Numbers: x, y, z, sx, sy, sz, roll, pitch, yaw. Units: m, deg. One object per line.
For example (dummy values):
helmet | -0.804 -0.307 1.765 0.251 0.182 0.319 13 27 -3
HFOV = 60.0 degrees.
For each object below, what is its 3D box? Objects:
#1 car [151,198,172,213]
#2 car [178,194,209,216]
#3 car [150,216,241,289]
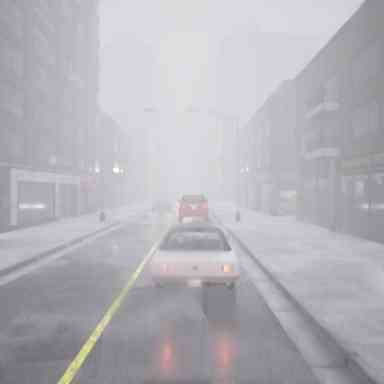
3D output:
car | -3.080 1.403 34.878 1.812 1.442 4.674 0 0 0
car | 0.107 1.131 25.139 2.150 2.045 5.566 0 0 0
car | 0.098 1.567 9.005 1.895 1.301 4.718 0 0 1
